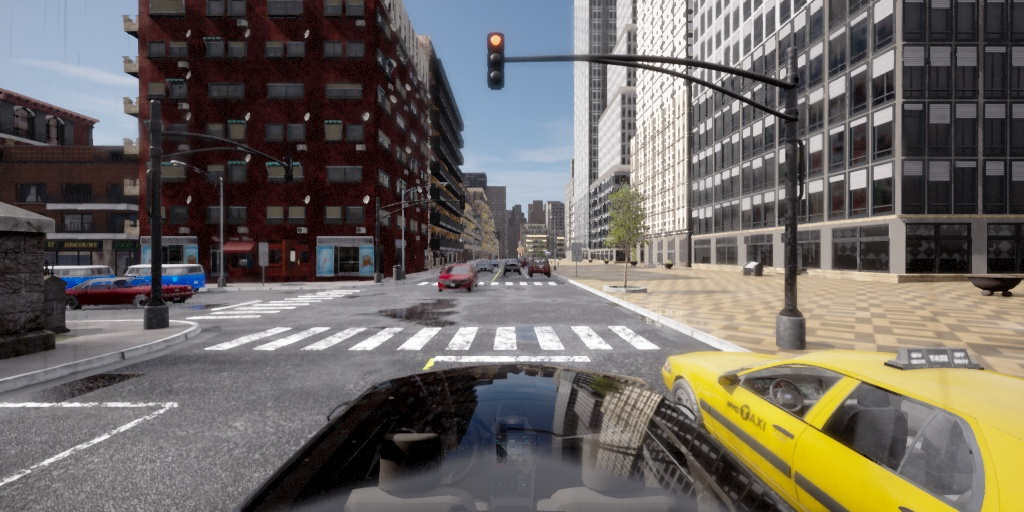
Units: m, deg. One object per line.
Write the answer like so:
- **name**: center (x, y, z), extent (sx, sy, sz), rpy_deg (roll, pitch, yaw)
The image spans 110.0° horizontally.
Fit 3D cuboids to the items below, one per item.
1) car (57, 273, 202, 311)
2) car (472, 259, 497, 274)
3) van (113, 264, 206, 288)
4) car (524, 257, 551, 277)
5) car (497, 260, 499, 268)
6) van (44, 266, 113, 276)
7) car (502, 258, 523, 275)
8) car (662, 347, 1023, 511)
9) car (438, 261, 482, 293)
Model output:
- **car**: center (-16.950, 1.608, 15.754), extent (4.718, 1.301, 1.895), rpy_deg (-1, 0, -1)
- **car**: center (-3.189, 1.329, 41.817), extent (1.994, 1.385, 4.181), rpy_deg (0, 0, 0)
- **van**: center (-20.810, 1.390, 21.502), extent (3.998, 1.789, 1.690), rpy_deg (0, 0, -1)
- **car**: center (2.616, 1.073, 34.796), extent (2.192, 1.841, 5.009), rpy_deg (0, 0, 0)
- **car**: center (-3.184, 1.340, 63.056), extent (2.033, 1.411, 5.357), rpy_deg (0, 0, 0)
- **van**: center (-26.348, 1.481, 21.439), extent (3.998, 1.789, 1.690), rpy_deg (0, 0, -1)
- **car**: center (0.017, 1.268, 40.060), extent (1.837, 1.490, 4.892), rpy_deg (0, 0, 0)
- **car**: center (2.690, 1.275, 2.554), extent (1.751, 1.417, 4.829), rpy_deg (0, 0, 0)
- **car**: center (-3.146, 1.252, 21.531), extent (1.882, 1.535, 5.008), rpy_deg (0, 0, 0)
